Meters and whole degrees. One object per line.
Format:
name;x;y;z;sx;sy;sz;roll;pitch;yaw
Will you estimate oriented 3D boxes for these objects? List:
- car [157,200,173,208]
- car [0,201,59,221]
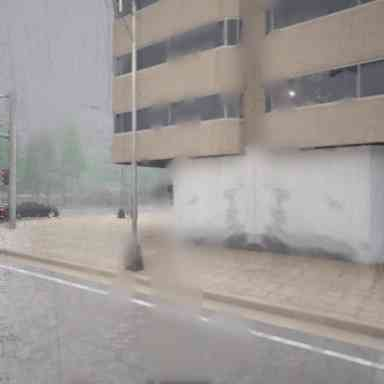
car;-2.571;1.475;46.203;4.674;1.442;1.812;0;0;-28
car;-13.037;1.451;26.518;1.837;1.490;4.892;-1;-1;36
